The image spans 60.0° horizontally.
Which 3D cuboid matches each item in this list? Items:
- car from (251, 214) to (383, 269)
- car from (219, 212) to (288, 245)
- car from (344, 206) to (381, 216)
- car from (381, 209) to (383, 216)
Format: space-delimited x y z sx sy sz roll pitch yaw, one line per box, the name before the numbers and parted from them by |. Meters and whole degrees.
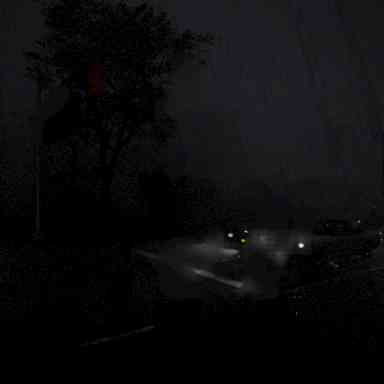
car | 4.491 1.637 11.466 4.718 1.301 1.895 0 0 -35
car | 3.215 1.603 14.849 4.181 1.385 1.994 0 0 -35
car | 10.299 1.595 19.868 4.674 1.442 1.812 0 0 -35
car | 11.974 1.559 16.766 4.902 1.511 2.128 0 0 -35
